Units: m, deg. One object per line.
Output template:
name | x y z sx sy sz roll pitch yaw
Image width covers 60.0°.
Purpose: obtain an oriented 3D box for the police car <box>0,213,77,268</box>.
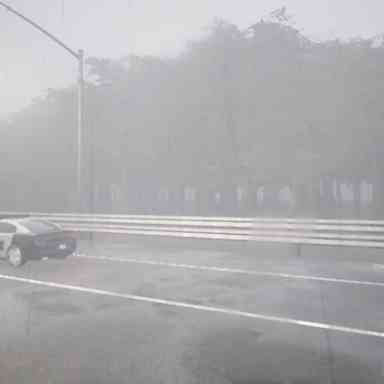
police car | -6.492 1.615 11.993 5.238 1.638 1.930 -1 -1 28
